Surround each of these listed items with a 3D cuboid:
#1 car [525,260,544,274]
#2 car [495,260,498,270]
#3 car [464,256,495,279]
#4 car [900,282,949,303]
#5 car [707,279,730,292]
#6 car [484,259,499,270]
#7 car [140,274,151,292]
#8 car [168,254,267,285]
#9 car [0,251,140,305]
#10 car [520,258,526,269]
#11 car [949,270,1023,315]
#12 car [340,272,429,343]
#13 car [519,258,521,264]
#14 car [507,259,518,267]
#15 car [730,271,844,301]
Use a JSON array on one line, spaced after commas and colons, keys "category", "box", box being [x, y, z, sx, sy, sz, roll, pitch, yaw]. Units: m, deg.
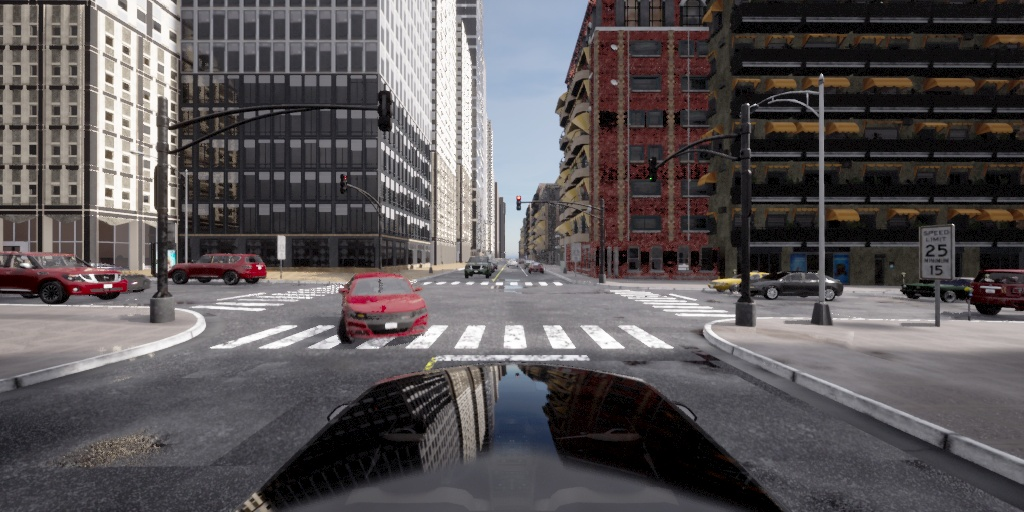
[{"category": "car", "box": [2.760, 1.341, 41.671, 1.802, 1.307, 4.207, 0, 0, 0]}, {"category": "car", "box": [-3.073, 1.286, 43.648, 1.812, 1.442, 4.674, 0, 0, 0]}, {"category": "car", "box": [-3.085, 0.977, 33.574, 2.150, 2.045, 5.566, 0, 0, 0]}, {"category": "car", "box": [24.213, 1.827, 19.456, 4.718, 1.301, 1.895, 1, 0, -1]}, {"category": "car", "box": [14.640, 1.587, 21.968, 4.829, 1.417, 1.751, 0, 0, 0]}, {"category": "car", "box": [-3.064, 1.244, 53.921, 1.882, 1.535, 5.008, 0, 0, 0]}, {"category": "car", "box": [-18.760, 0.990, 15.902, 4.181, 1.385, 1.994, 1, 0, 0]}, {"category": "car", "box": [-17.701, 0.776, 21.701, 5.009, 1.841, 2.192, 0, 0, 0]}, {"category": "car", "box": [-17.570, 0.757, 13.321, 5.009, 1.841, 2.192, 0, 0, 0]}, {"category": "car", "box": [2.715, 1.317, 54.588, 2.007, 1.370, 4.403, 0, 0, 0]}, {"category": "car", "box": [20.604, 1.461, 13.669, 5.009, 1.841, 2.192, 0, 0, 0]}, {"category": "car", "box": [-3.678, 1.220, 10.015, 1.882, 1.535, 5.008, 1, 0, -26]}, {"category": "car", "box": [2.719, 1.321, 60.236, 2.007, 1.370, 4.403, 0, 0, 0]}, {"category": "car", "box": [0.136, 1.299, 64.877, 1.812, 1.442, 4.674, 0, 0, 0]}, {"category": "car", "box": [14.922, 1.562, 19.350, 4.892, 1.490, 1.837, 1, 0, 2]}]
